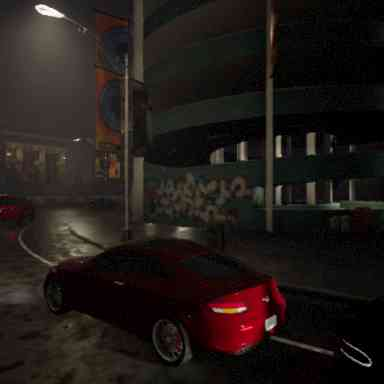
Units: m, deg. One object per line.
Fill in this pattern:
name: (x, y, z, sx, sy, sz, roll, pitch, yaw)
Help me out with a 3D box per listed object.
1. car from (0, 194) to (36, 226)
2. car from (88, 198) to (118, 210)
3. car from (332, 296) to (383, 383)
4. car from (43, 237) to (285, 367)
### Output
car: (-12.714, 1.233, 23.474, 2.150, 2.045, 5.566, 0, 0, -14)
car: (-11.485, 1.492, 43.237, 1.882, 1.535, 5.008, 0, 0, 19)
car: (3.741, 1.479, 2.489, 5.008, 1.535, 1.882, 0, 0, 36)
car: (-0.754, 1.528, 5.789, 4.674, 1.442, 1.812, 0, 0, 39)
